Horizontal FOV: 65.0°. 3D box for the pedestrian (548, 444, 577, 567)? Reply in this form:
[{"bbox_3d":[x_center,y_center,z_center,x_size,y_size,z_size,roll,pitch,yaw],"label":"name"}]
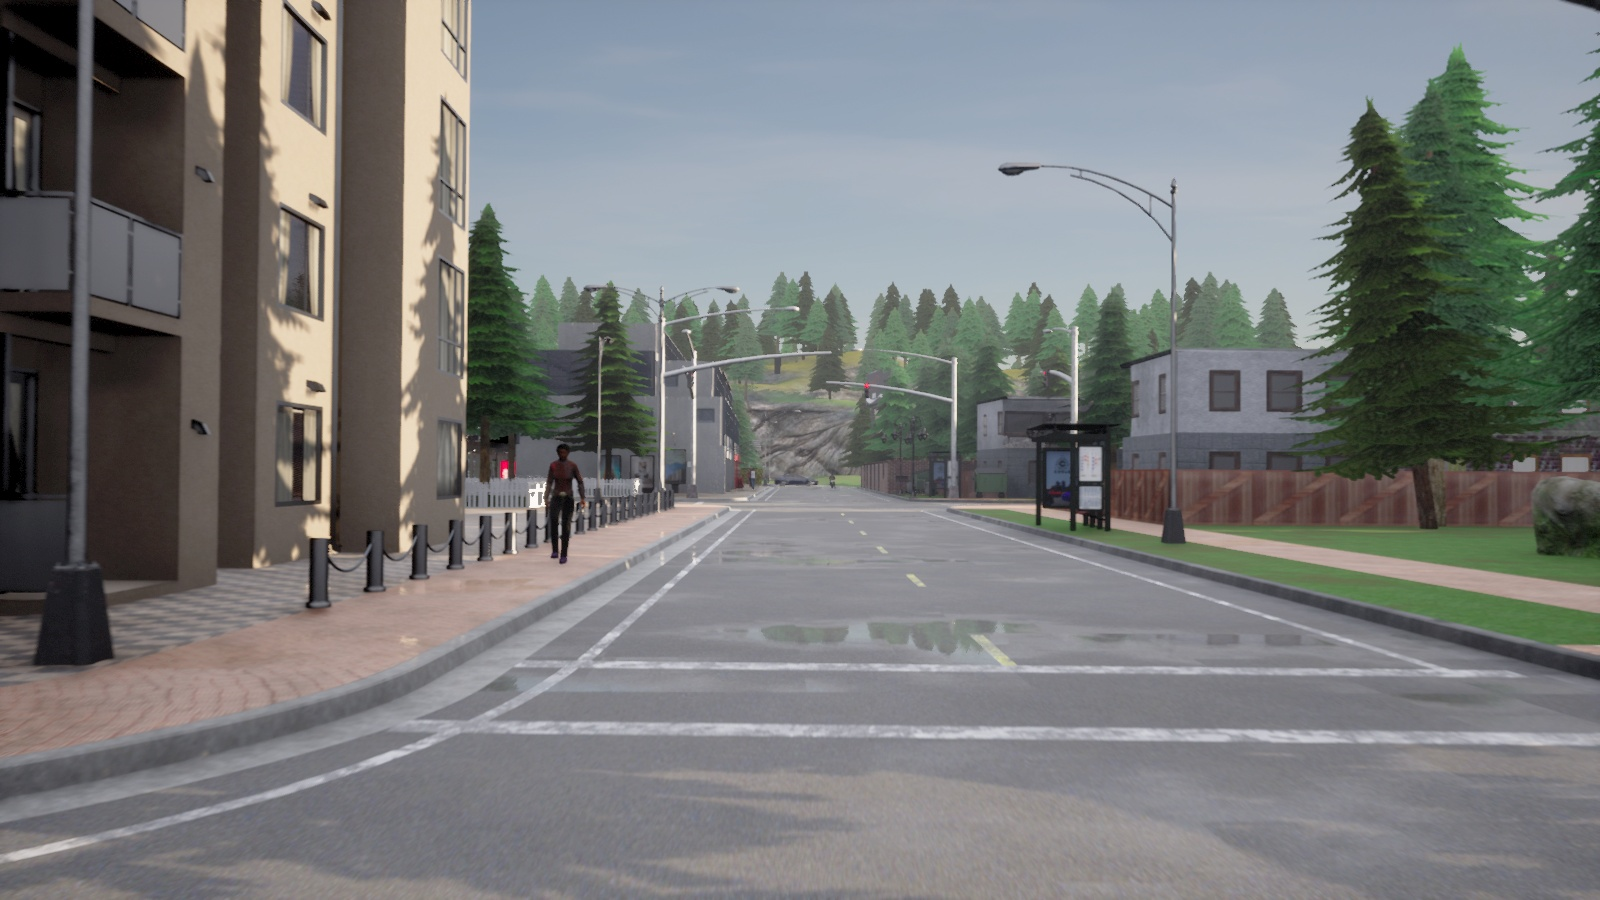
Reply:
[{"bbox_3d":[-3.590,0.829,19.006,0.328,1.805,0.869,0,-1,-4],"label":"pedestrian"}]
